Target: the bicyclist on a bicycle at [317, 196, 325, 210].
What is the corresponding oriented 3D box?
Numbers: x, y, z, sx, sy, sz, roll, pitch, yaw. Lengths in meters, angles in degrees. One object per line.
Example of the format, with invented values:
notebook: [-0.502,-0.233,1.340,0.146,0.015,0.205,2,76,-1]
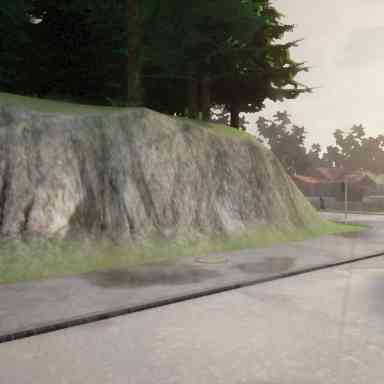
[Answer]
bicyclist on a bicycle: [15.552,1.349,39.986,1.656,1.620,0.582,0,0,-36]
